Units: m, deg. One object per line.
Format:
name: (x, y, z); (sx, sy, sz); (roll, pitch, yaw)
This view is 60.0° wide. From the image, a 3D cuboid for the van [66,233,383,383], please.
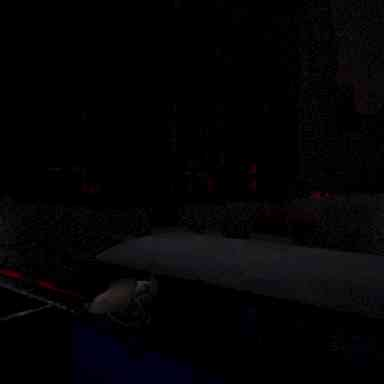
van: (0.755, 1.326, 2.454); (3.998, 1.788, 1.690); (1, 2, 35)
